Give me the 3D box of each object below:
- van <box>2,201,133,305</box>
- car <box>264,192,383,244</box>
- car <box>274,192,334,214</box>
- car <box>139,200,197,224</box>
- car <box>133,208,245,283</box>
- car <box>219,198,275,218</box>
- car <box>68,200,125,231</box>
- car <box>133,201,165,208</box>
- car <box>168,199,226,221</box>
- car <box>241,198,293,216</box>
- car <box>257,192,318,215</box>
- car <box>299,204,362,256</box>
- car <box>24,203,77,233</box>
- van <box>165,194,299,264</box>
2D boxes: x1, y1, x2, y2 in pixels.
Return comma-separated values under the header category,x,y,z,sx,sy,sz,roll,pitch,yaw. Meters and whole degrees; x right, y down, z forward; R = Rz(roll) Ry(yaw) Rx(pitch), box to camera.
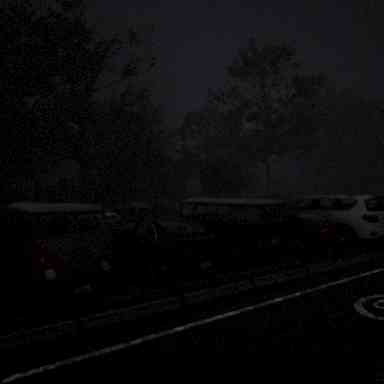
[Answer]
category,x,y,z,sx,sy,sz,roll,pitch,yaw
van,-3.293,1.227,7.946,1.878,1.987,4.442,0,0,-36
car,5.744,1.127,14.587,2.435,2.045,5.566,0,0,-36
car,11.544,1.046,34.751,2.435,2.045,5.566,0,0,-36
car,-1.942,1.410,25.100,2.163,1.488,4.792,0,0,-36
car,-1.075,1.435,9.667,2.231,1.521,4.892,0,0,-36
car,4.839,1.331,29.981,2.097,1.535,5.008,0,0,-36
car,-6.382,1.414,21.731,1.946,1.575,5.366,0,0,-36
car,-4.221,1.399,23.498,2.097,1.535,5.008,0,0,-36
car,0.289,1.392,26.768,2.163,1.488,4.792,0,0,-36
car,7.001,1.358,31.532,2.002,1.452,4.674,0,0,-36
car,9.380,1.055,33.201,2.435,2.045,5.566,0,0,-36
car,3.485,1.397,12.929,2.097,1.535,5.008,0,0,-36
car,-8.754,1.475,20.260,2.002,1.452,4.674,0,0,-36
van,1.132,1.190,11.396,1.878,1.987,4.442,0,0,-36
